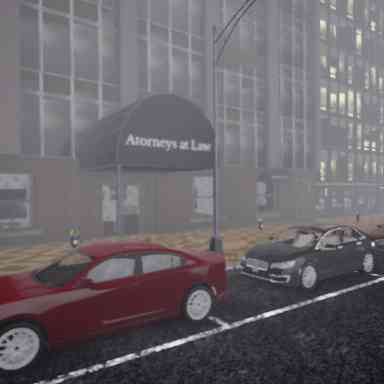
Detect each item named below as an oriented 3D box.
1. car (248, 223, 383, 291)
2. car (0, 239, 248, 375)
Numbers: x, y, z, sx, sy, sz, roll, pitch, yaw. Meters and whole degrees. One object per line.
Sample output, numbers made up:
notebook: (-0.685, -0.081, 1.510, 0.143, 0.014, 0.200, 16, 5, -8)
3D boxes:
car: (3.232, 1.538, 8.832, 4.403, 1.369, 2.008, 0, 0, -35)
car: (-1.414, 1.533, 5.559, 4.507, 1.381, 1.887, 0, 0, -35)
